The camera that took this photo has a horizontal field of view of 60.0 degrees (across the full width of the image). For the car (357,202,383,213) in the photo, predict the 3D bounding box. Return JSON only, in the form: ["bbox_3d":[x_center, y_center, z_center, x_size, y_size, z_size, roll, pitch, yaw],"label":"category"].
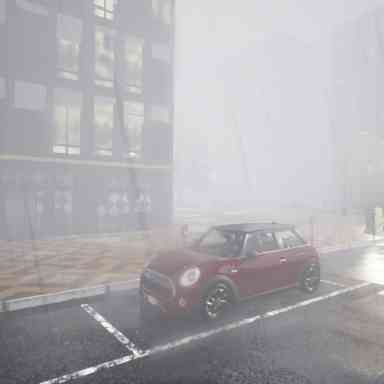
[{"bbox_3d":[20.992,1.730,37.567,1.947,1.339,4.313,1,-1,-35],"label":"car"}]

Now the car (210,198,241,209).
[{"bbox_3d":[4.318,1.678,46.612,2.008,1.369,4.403,1,-1,-35],"label":"car"}]

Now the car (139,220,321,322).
[{"bbox_3d":[0.905,1.442,7.195,4.097,1.590,1.967,0,1,-36],"label":"car"}]

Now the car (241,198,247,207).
[{"bbox_3d":[7.883,1.726,56.079,1.967,1.590,4.097,1,-1,-35],"label":"car"}]

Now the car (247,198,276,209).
[{"bbox_3d":[11.160,1.800,51.450,1.887,1.381,4.507,1,-1,-35],"label":"car"}]

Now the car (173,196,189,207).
[{"bbox_3d":[-2.236,1.733,55.867,1.887,1.381,4.507,1,-1,-35],"label":"car"}]

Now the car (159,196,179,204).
[{"bbox_3d":[-5.225,1.724,74.591,2.192,1.841,5.009,1,-1,-35],"label":"car"}]

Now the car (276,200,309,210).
[{"bbox_3d":[14.437,1.806,46.822,1.802,1.307,4.206,1,-1,-35],"label":"car"}]
